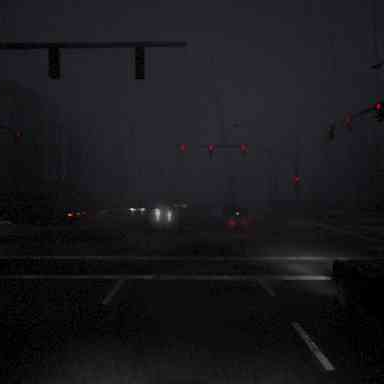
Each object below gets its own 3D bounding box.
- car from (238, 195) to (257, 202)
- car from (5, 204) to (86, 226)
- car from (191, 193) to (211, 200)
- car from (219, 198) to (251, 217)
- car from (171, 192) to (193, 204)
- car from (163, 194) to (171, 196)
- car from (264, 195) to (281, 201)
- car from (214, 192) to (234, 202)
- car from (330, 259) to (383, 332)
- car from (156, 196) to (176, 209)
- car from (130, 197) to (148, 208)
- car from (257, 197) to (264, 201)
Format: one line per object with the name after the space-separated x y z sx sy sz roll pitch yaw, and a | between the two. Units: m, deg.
11.453 1.360 70.657 1.812 1.442 4.674 0 0 38 | car
-9.949 1.494 22.654 5.357 1.411 2.033 0 0 15 | car
2.089 0.978 75.657 2.033 1.411 5.357 0 0 35 | car
3.845 1.529 30.599 1.895 1.301 4.718 0 0 -1 | car
-1.438 1.079 60.641 2.150 2.045 5.566 0 0 18 | car
-4.679 1.207 61.910 2.097 1.767 4.553 0 0 18 | car
18.622 1.414 77.837 4.718 1.301 1.895 0 0 -36 | car
6.818 1.062 70.134 2.150 2.045 5.566 0 0 35 | car
3.656 1.590 4.697 1.895 1.301 4.718 0 0 2 | car
-3.548 1.499 43.368 1.895 1.301 4.718 0 0 0 | car
-7.061 1.441 45.145 2.033 1.411 5.357 0 0 0 | car
13.736 1.358 78.305 5.357 1.411 2.033 0 0 -39 | car
